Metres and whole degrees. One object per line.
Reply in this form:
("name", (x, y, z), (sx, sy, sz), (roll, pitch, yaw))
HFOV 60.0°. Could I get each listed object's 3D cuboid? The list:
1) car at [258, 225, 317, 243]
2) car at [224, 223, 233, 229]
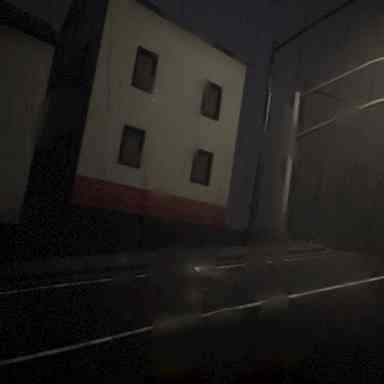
("car", (8.307, 3.714, 29.417), (2.033, 1.411, 5.357), (13, -8, -34))
("car", (2.655, 3.701, 37.442), (1.837, 1.490, 4.892), (13, -8, -35))
